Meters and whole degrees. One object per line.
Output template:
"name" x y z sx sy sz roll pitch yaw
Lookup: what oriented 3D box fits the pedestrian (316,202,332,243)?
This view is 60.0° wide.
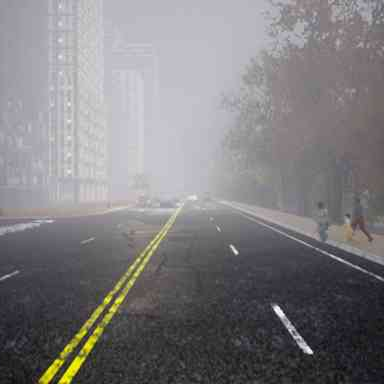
"pedestrian" 5.612 1.272 14.237 0.375 1.860 0.375 0 1 0

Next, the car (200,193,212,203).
"car" 3.244 1.429 69.730 2.128 1.511 4.902 0 0 0

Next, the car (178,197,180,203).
"car" -3.301 1.520 63.700 1.895 1.301 4.718 0 0 1

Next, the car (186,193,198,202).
"car" -0.005 1.129 69.760 2.150 2.045 5.566 0 0 0

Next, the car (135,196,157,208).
"car" -6.592 1.289 46.398 2.097 1.767 4.553 0 0 0

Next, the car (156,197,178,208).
"car" -3.347 1.540 45.419 1.895 1.301 4.718 0 0 0

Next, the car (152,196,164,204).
"car" -6.545 1.519 64.319 1.895 1.301 4.718 0 0 1

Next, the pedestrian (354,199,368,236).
"pedestrian" 6.825 1.121 13.636 0.375 1.860 0.375 0 1 0

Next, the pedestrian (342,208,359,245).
"pedestrian" 6.177 1.402 13.039 0.375 1.300 0.375 0 1 0
